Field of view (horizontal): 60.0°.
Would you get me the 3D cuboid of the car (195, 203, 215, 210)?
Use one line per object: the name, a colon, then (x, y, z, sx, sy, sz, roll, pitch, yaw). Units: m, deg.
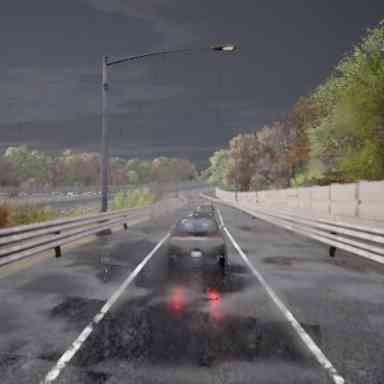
car: (1.092, 1.996, 30.334, 1.895, 1.301, 4.718, 0, -1, 3)

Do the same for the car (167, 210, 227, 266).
car: (0.192, 1.617, 12.012, 2.128, 1.511, 4.902, 0, -1, 1)
